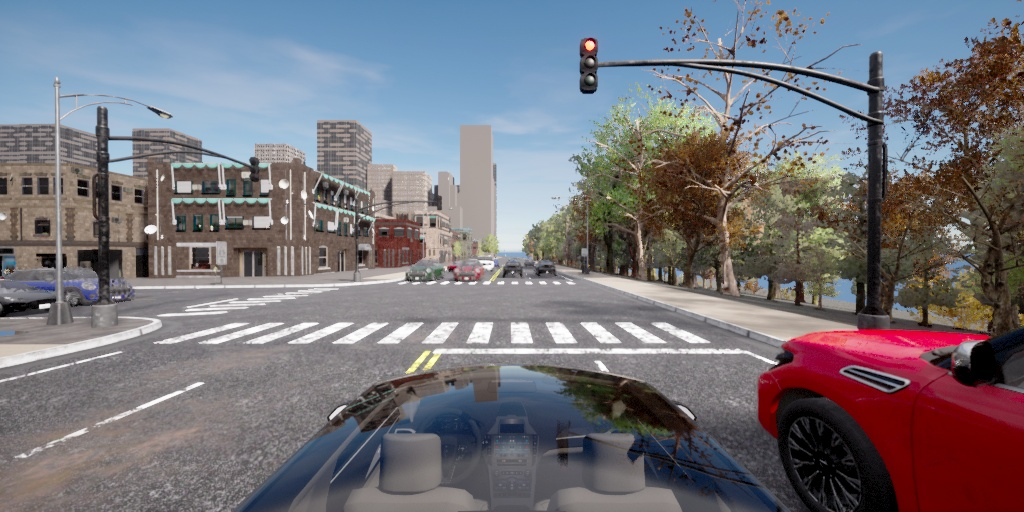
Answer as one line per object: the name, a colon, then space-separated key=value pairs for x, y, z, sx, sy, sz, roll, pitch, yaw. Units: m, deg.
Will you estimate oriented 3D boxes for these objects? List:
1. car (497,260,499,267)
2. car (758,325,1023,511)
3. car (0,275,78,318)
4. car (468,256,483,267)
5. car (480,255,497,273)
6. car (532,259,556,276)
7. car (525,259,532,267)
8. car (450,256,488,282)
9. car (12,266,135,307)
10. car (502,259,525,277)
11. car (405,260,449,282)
car: x=-3.342 y=1.204 z=63.323 sx=1.882 sy=1.535 sz=5.008 roll=0 pitch=0 yaw=1
car: x=3.347 y=0.971 z=0.924 sx=2.150 sy=2.045 sz=5.566 roll=0 pitch=0 yaw=0
car: x=-19.959 y=1.564 z=13.661 sx=4.313 sy=1.339 sz=1.948 roll=0 pitch=0 yaw=0
car: x=-6.575 y=0.948 z=65.042 sx=2.150 sy=2.045 sz=5.566 roll=0 pitch=0 yaw=0
car: x=-3.375 y=0.954 z=44.353 sx=2.150 sy=2.045 sz=5.566 roll=0 pitch=0 yaw=1
car: x=3.324 y=1.243 z=36.193 sx=1.837 sy=1.490 sz=4.892 roll=0 pitch=0 yaw=0
car: x=3.206 y=1.274 z=63.821 sx=2.033 sy=1.411 sz=5.357 roll=0 pitch=0 yaw=0
car: x=-3.371 y=1.094 z=28.850 sx=2.097 sy=1.767 sz=4.553 roll=0 pitch=0 yaw=0
car: x=-20.261 y=1.327 z=16.365 sx=4.553 sy=1.767 sz=2.097 roll=-1 pitch=1 yaw=0
car: x=0.075 y=1.243 z=35.792 sx=1.837 sy=1.490 sz=4.892 roll=0 pitch=0 yaw=0
car: x=-6.903 y=1.094 z=28.852 sx=2.097 sy=1.767 sz=4.553 roll=0 pitch=0 yaw=4
